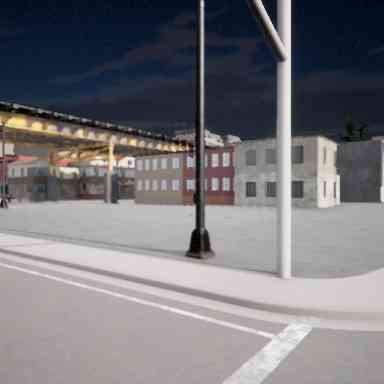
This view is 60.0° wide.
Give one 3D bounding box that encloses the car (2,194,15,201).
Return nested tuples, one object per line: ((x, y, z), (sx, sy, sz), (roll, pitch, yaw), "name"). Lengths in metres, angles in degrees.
((-35.740, 1.105, 64.959), (1.853, 1.218, 4.536), (0, 0, -23), "car")

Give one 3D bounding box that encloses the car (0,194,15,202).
((-35.719, 1.262, 64.912), (2.038, 1.542, 4.974), (0, 0, -23), "car")
